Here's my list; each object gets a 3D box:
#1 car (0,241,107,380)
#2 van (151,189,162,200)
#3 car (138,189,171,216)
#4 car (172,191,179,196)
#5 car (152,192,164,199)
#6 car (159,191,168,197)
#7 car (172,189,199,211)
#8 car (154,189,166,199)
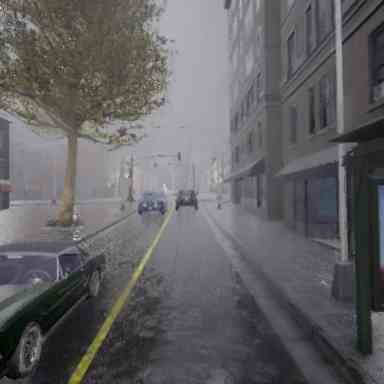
[{"bbox_3d":[-2.910,1.617,5.617,1.895,1.301,4.718,-1,0,-1],"label":"car"},{"bbox_3d":[-6.451,0.446,60.646,1.690,1.788,3.998,1,0,-1],"label":"van"},{"bbox_3d":[-3.304,0.844,28.830,2.150,2.045,5.566,-1,2,-1],"label":"car"},{"bbox_3d":[-4.451,0.377,90.548,1.882,1.535,5.008,-1,0,-1],"label":"car"},{"bbox_3d":[-6.523,0.633,63.967,2.008,1.369,4.403,1,0,-1],"label":"car"},{"bbox_3d":[-6.842,0.530,79.528,1.887,1.381,4.507,1,0,-1],"label":"car"},{"bbox_3d":[-0.513,0.681,32.988,2.150,2.045,5.566,-1,2,-1],"label":"car"},{"bbox_3d":[-6.621,0.363,68.949,2.192,1.841,5.009,1,0,-1],"label":"car"}]
